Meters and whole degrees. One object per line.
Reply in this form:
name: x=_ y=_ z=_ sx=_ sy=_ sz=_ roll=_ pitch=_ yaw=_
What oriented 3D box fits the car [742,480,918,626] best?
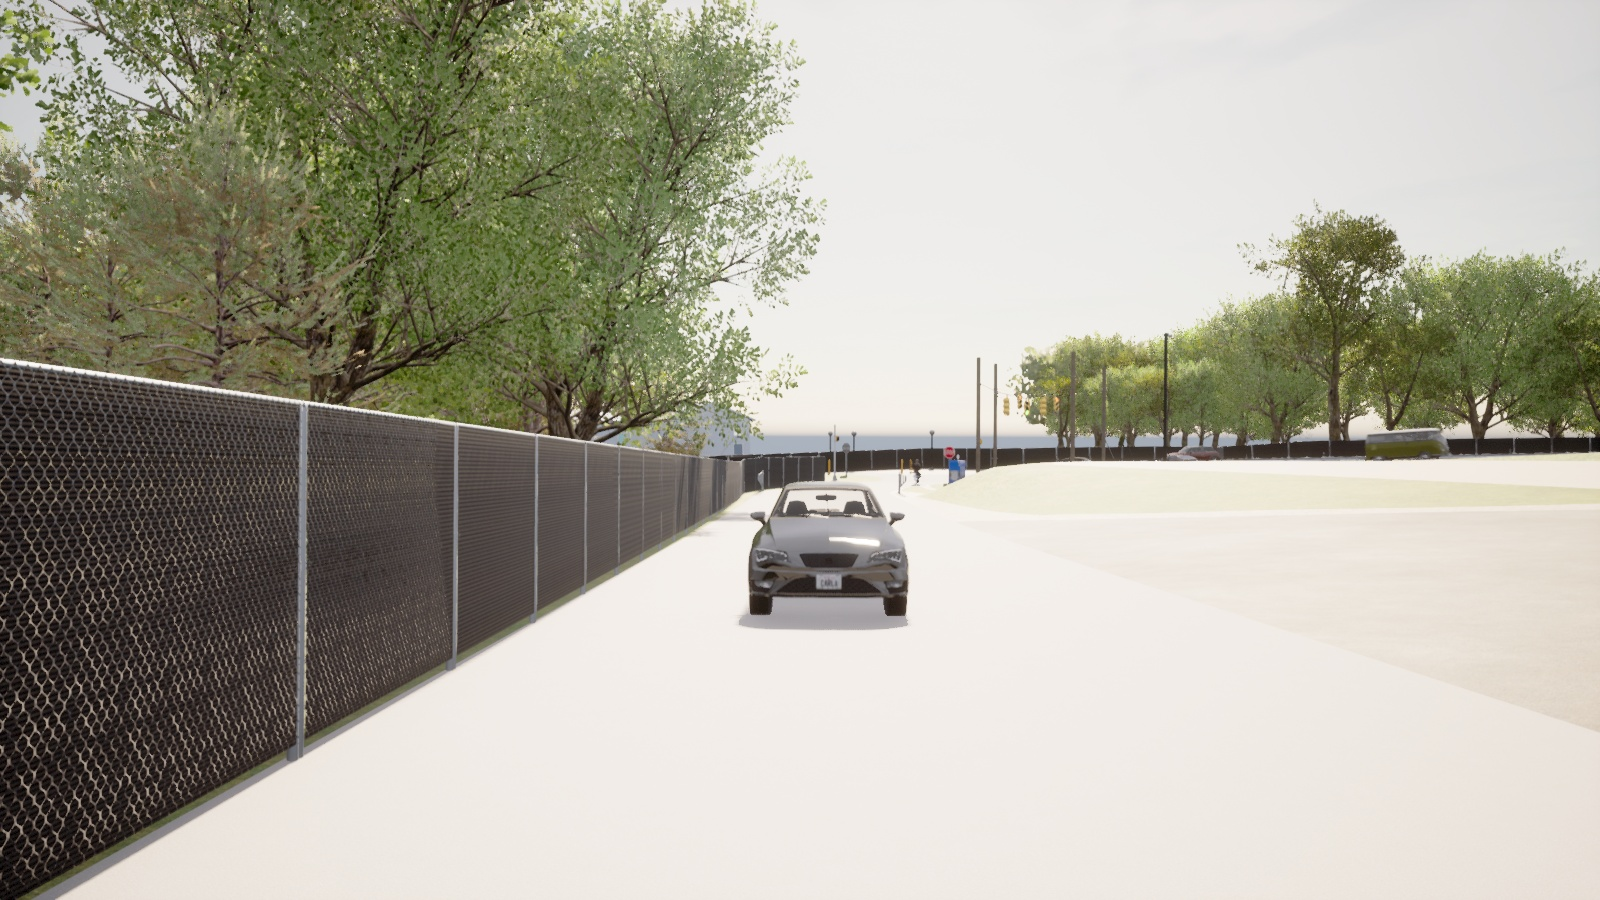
car: x=0.331 y=1.116 z=15.082 sx=1.816 sy=1.474 sz=4.193 roll=0 pitch=-1 yaw=1

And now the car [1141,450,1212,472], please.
car: x=27.489 y=0.849 z=91.976 sx=2.033 sy=1.411 sz=5.357 roll=-1 pitch=-2 yaw=-22

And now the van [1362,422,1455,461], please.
van: x=35.464 y=-0.472 z=73.240 sx=4.442 sy=1.987 sz=1.775 roll=-5 pitch=-3 yaw=44
